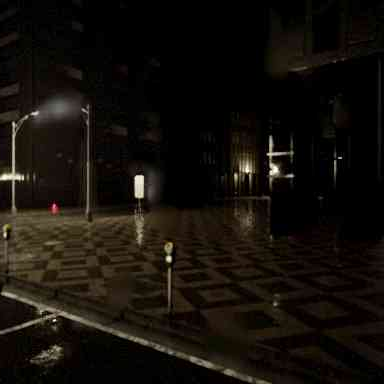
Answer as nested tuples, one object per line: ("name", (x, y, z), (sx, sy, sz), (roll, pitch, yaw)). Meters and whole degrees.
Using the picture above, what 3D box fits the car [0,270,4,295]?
("car", (-5.864, 1.531, 7.078), (4.829, 1.417, 1.752), (0, 0, 35))
